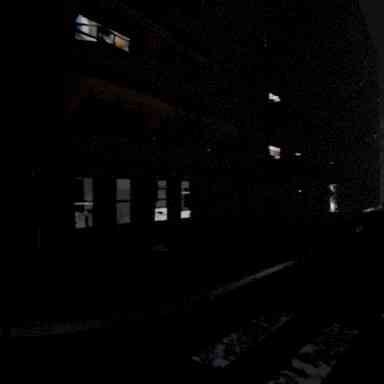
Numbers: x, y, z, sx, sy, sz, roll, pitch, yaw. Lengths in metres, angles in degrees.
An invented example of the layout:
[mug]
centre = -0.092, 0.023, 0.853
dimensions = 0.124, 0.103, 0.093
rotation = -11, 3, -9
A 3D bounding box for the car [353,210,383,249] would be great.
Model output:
[car]
centre = 8.220, 1.503, 14.116
dimensions = 1.967, 1.590, 4.097
rotation = -1, -1, 38
